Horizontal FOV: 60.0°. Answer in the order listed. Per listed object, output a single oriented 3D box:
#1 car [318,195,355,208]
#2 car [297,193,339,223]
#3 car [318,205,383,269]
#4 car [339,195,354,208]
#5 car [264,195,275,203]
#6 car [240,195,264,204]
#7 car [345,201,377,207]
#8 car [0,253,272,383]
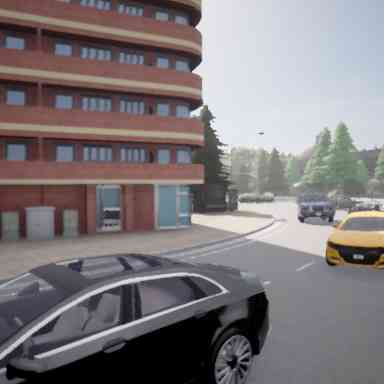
[{"bbox_3d":[19.085,1.200,44.302,1.882,1.535,5.008,-1,0,-13],"label":"car"},{"bbox_3d":[8.938,1.085,24.354,2.150,2.045,5.566,-1,0,15],"label":"car"},{"bbox_3d":[5.770,1.399,10.703,1.882,1.535,5.008,-1,0,35],"label":"car"},{"bbox_3d":[16.872,1.304,37.980,2.033,1.411,5.357,-1,0,-6],"label":"car"},{"bbox_3d":[13.117,1.323,61.646,2.033,1.411,5.357,-1,0,-21],"label":"car"},{"bbox_3d":[10.334,1.317,59.331,1.837,1.490,4.892,-1,0,-21],"label":"car"},{"bbox_3d":[11.311,1.443,21.221,1.895,1.301,4.718,-1,0,18],"label":"car"},{"bbox_3d":[-1.175,1.505,3.421,4.902,1.511,2.128,-1,0,-41],"label":"car"}]
